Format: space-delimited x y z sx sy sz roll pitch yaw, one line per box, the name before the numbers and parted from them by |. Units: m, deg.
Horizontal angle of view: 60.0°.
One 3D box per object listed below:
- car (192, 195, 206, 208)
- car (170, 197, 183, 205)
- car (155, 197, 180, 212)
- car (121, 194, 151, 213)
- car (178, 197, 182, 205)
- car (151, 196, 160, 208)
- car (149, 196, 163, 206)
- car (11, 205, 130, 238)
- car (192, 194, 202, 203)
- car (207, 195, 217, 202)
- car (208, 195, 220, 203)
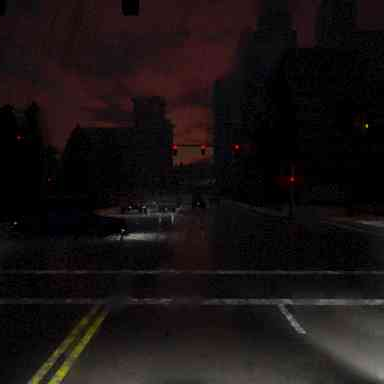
car | 0.942 1.564 48.160 1.994 1.385 4.181 0 0 1
car | -2.635 1.547 58.326 2.033 1.411 5.357 0 0 1
car | -2.839 1.601 39.200 1.895 1.301 4.718 0 0 1
car | -6.360 1.221 37.093 2.150 2.045 5.566 0 0 1
car | -2.751 1.564 48.002 1.994 1.385 4.181 0 0 1
car | -6.262 1.491 46.973 2.128 1.511 4.902 0 0 1
car | -6.153 1.505 57.032 1.837 1.490 4.892 0 0 0
car | -6.169 1.547 16.934 5.357 1.411 2.033 0 0 1
car | 1.090 1.355 73.018 2.097 1.767 4.553 0 0 1
car | 4.627 1.478 77.142 1.882 1.535 5.008 0 0 1
car | 4.636 1.547 67.319 2.033 1.411 5.357 0 0 1
